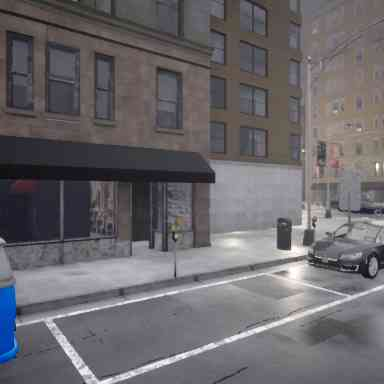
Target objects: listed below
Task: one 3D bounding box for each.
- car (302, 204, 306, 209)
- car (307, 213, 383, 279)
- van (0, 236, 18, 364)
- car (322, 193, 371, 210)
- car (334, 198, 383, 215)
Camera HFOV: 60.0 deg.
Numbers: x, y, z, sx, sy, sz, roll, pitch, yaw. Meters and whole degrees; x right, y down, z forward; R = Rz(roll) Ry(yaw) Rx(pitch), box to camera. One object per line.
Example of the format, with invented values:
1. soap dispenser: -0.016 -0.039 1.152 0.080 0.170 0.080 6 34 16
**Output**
1. car: 10.514 1.432 38.895 2.033 1.411 5.357 0 0 -36
2. car: 5.252 1.551 9.951 4.403 1.369 2.008 0 0 -36
3. van: -3.958 1.341 3.364 3.998 1.788 1.690 0 0 -36
4. car: 18.330 1.125 39.519 2.150 2.045 5.566 0 0 -36
5. car: 16.193 1.531 31.028 1.895 1.301 4.718 0 0 -36
